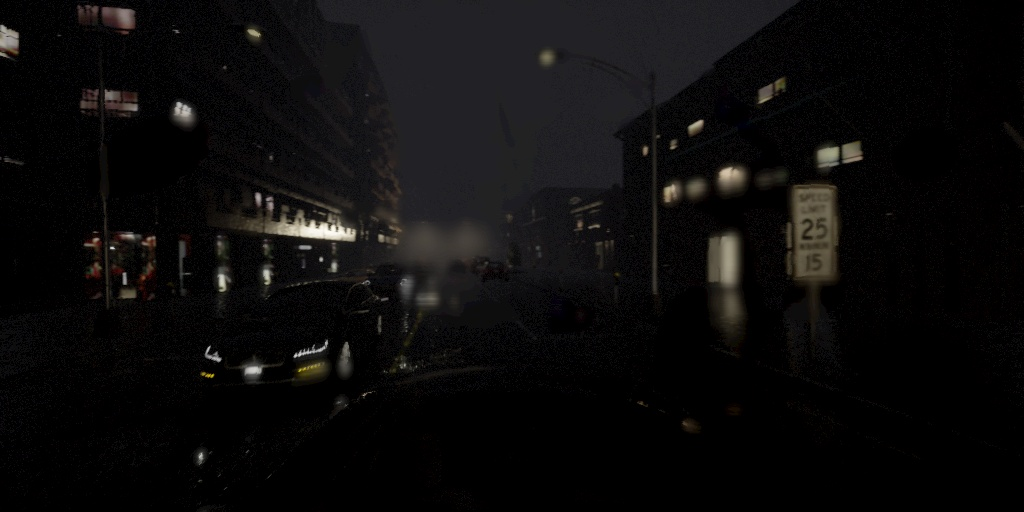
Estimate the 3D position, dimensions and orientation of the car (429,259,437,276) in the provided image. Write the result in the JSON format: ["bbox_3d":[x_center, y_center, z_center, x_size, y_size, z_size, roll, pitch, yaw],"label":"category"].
[{"bbox_3d":[-8.764,1.282,36.587,1.812,1.442,4.674,-1,0,-9],"label":"car"}]

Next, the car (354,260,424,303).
[{"bbox_3d":[-5.437,1.128,16.516,2.097,1.767,4.553,-1,0,-9],"label":"car"}]

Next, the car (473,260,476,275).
[{"bbox_3d":[-2.415,1.277,33.483,1.802,1.307,4.207,0,0,-10],"label":"car"}]

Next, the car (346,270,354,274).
[{"bbox_3d":[-8.842,1.327,20.742,1.751,1.417,4.829,0,0,-10],"label":"car"}]

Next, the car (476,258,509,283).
[{"bbox_3d":[-1.451,1.139,27.889,1.967,1.591,4.097,0,0,-10],"label":"car"}]

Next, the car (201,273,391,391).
[{"bbox_3d":[-3.867,1.292,7.198,1.837,1.490,4.892,-1,0,-10],"label":"car"}]

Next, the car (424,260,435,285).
[{"bbox_3d":[-7.103,1.258,26.466,2.128,1.511,4.902,-1,0,-9],"label":"car"}]

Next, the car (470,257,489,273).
[{"bbox_3d":[-3.358,1.004,39.082,2.192,1.841,5.009,0,0,-10],"label":"car"}]

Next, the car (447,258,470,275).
[{"bbox_3d":[-5.894,1.197,38.501,1.882,1.535,5.008,-1,0,-10],"label":"car"}]
